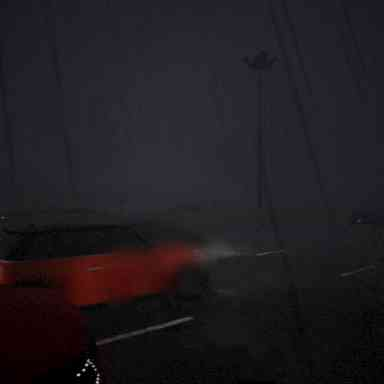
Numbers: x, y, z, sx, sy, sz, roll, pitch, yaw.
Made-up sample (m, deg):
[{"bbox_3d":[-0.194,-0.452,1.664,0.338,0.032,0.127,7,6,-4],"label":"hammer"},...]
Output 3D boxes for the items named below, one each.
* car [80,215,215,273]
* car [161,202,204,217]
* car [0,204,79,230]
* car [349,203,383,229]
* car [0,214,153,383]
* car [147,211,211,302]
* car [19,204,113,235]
[{"bbox_3d":[-1.453,1.627,11.506,4.181,1.385,1.994,0,0,-37],"label":"car"},{"bbox_3d":[-0.973,1.759,34.724,4.181,1.385,1.994,1,0,-42],"label":"car"},{"bbox_3d":[-10.434,1.598,22.459,4.902,1.511,2.128,0,0,-37],"label":"car"},{"bbox_3d":[12.568,1.683,23.127,4.674,1.442,1.812,0,0,-42],"label":"car"},{"bbox_3d":[-3.182,1.225,1.544,5.566,2.045,2.150,0,0,-35],"label":"car"},{"bbox_3d":[-1.791,1.388,6.875,4.553,1.767,2.097,0,0,-36],"label":"car"},{"bbox_3d":[-7.550,1.577,20.253,5.008,1.535,1.882,0,0,-37],"label":"car"}]
